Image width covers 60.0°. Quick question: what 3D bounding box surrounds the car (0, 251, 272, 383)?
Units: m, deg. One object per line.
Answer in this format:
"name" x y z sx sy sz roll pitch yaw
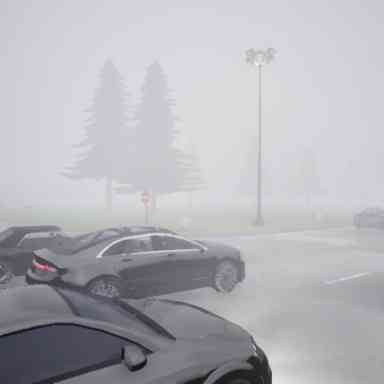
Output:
"car" -1.249 1.569 2.855 4.181 1.385 1.994 1 0 -36

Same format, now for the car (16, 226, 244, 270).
"car" -0.943 1.527 7.372 4.902 1.511 2.128 1 0 -35

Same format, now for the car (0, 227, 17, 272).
"car" -4.035 1.622 9.466 4.718 1.301 1.895 1 0 -35

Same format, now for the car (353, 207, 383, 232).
"car" 12.166 1.718 21.023 4.902 1.511 2.128 1 0 -35
